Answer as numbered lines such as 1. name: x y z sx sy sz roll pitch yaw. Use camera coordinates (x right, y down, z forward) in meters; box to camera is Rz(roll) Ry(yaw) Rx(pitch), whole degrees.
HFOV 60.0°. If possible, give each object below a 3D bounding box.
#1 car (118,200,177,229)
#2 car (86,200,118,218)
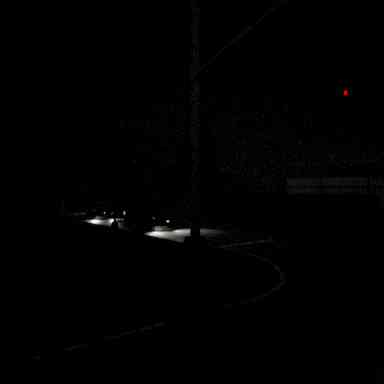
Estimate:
1. car: -2.860 1.505 21.838 1.837 1.490 4.892 0 0 -36
2. car: -8.386 1.505 30.084 1.837 1.490 4.892 0 0 -26
